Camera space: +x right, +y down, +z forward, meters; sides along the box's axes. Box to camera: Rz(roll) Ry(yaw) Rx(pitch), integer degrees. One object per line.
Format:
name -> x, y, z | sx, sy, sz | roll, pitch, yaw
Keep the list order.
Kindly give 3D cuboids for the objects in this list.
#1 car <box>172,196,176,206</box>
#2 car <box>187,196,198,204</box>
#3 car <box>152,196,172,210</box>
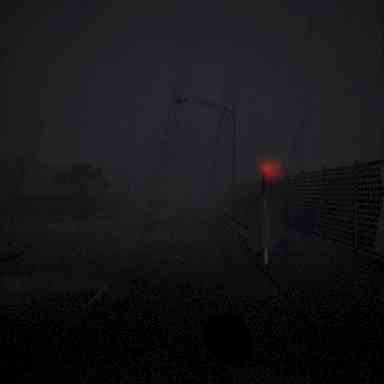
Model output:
car -> -4.007, 1.478, 53.433 | 1.882, 1.535, 5.008 | 0, 0, 0
car -> 0.101, 1.505, 63.160 | 1.837, 1.490, 4.892 | 0, 0, 0
car -> -4.029, 1.564, 43.362 | 1.994, 1.385, 4.181 | 0, 0, 0
